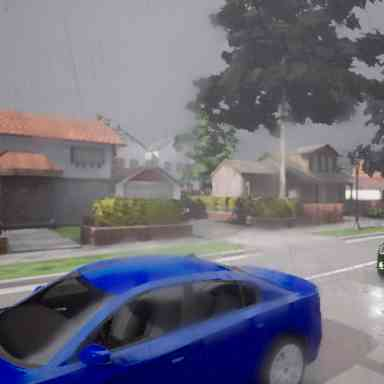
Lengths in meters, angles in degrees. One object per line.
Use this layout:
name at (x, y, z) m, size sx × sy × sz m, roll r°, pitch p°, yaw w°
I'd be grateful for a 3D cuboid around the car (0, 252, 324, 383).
car at (-0.680, 1.489, 3.504) m, size 5.008 × 1.535 × 1.882 m, roll 1°, pitch 0°, yaw -36°

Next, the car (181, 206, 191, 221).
car at (-1.772, 1.263, 23.357) m, size 1.970 × 1.475 × 3.806 m, roll 1°, pitch 0°, yaw -35°

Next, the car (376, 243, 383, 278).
car at (6.937, 1.436, 8.933) m, size 4.553 × 1.767 × 2.097 m, roll 1°, pitch 0°, yaw -35°
